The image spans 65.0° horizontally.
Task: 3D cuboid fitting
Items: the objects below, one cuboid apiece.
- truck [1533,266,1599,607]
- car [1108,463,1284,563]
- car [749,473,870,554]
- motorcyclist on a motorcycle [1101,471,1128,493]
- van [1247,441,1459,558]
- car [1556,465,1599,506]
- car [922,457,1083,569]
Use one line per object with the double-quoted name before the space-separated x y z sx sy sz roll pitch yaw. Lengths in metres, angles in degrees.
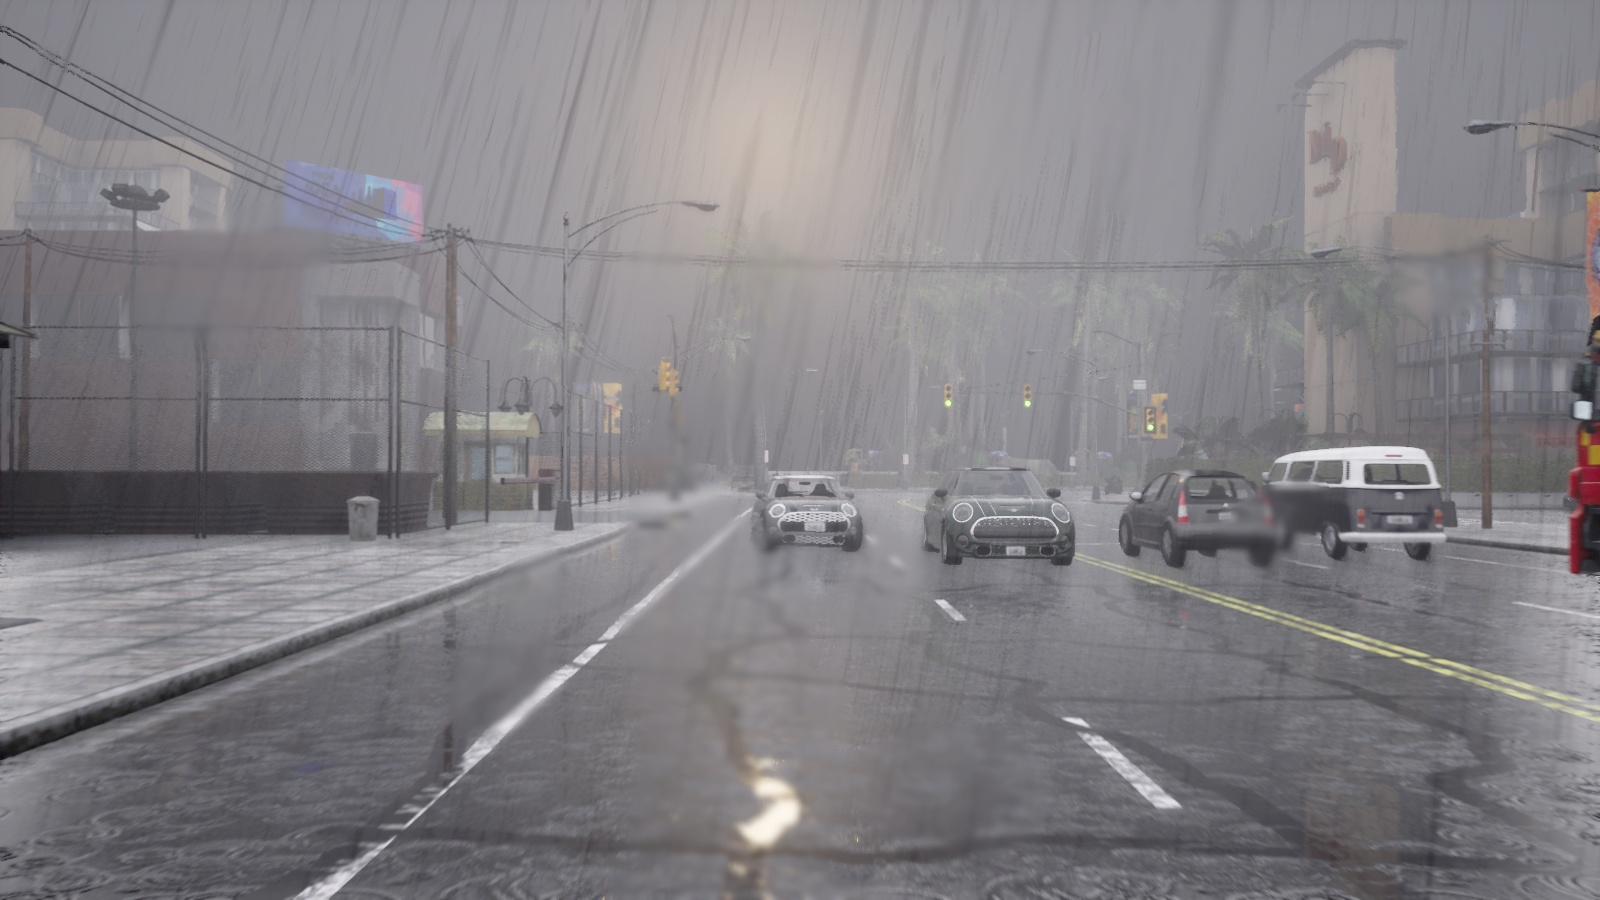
"truck" 10.459 -0.205 11.146 2.891 3.827 8.468 0 -1 0
"car" 6.926 1.060 22.394 1.851 1.617 3.988 0 -1 0
"car" 0.104 1.197 24.950 1.970 1.475 3.806 0 -1 -6
"motorcyclist on a motorcycle" 22.058 2.235 88.059 2.191 1.530 0.866 1 -1 -44
"van" 10.411 0.899 24.077 2.069 2.038 4.480 0 -1 0
"car" 33.086 1.429 50.741 3.988 1.617 1.851 0 -1 -1
"car" 3.427 1.030 22.164 2.097 1.767 4.553 0 -1 0
